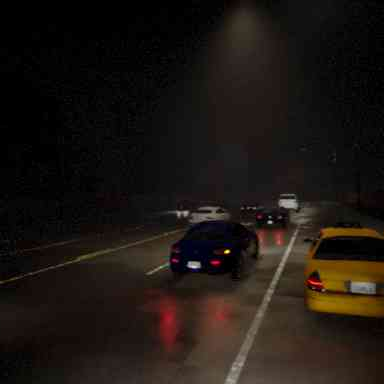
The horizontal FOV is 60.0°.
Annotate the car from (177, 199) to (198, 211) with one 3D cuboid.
[{"bbox_3d":[-0.586,1.813,47.153,2.128,1.511,4.902,-1,0,20],"label":"car"}]

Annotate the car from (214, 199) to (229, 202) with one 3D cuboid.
[{"bbox_3d":[4.315,1.784,50.302,2.033,1.411,5.357,-1,0,21],"label":"car"}]

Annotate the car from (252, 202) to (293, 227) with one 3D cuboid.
[{"bbox_3d":[5.749,1.630,23.274,1.895,1.301,4.718,-1,0,20],"label":"car"}]

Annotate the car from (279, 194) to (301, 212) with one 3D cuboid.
[{"bbox_3d":[11.179,1.229,38.097,2.150,2.045,5.566,-1,-1,20],"label":"car"}]

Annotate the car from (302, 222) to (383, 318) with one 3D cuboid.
[{"bbox_3d":[3.486,1.431,7.469,1.801,1.575,5.366,-1,0,20],"label":"car"}]

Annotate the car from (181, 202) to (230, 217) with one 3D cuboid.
[{"bbox_3d":[1.198,1.638,21.087,1.812,1.442,4.674,-1,0,21],"label":"car"}]

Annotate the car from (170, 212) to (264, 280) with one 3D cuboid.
[{"bbox_3d":[0.842,1.574,10.127,1.812,1.442,4.674,-1,0,20],"label":"car"}]

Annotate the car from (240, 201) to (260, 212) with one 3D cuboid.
[{"bbox_3d":[6.493,1.641,35.522,2.033,1.411,5.357,-1,0,21],"label":"car"}]
